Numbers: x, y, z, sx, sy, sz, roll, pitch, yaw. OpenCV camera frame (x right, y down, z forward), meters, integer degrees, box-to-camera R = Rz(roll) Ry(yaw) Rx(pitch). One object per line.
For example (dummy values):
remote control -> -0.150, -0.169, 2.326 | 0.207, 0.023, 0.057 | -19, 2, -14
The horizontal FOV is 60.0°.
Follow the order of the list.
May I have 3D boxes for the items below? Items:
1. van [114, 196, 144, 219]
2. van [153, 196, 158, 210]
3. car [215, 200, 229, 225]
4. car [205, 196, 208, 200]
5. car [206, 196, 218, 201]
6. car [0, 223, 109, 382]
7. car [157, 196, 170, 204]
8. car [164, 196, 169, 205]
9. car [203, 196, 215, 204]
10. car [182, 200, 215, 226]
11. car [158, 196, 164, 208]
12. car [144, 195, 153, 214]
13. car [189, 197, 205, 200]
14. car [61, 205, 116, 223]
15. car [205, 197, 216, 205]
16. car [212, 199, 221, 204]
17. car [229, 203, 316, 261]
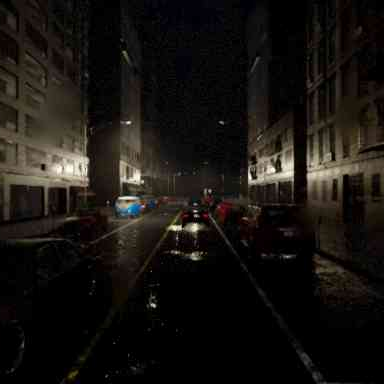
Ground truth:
van -> -5.567, 1.321, 29.032 | 1.690, 1.788, 3.998 | 1, 0, 0
van -> -5.495, 1.310, 40.250 | 1.690, 1.788, 3.998 | 1, 0, 0
car -> 2.919, 1.530, 23.367 | 1.887, 1.381, 4.507 | 1, 0, 0
car -> 3.063, 1.507, 45.804 | 1.887, 1.381, 4.507 | 1, 0, 0
car -> 3.027, 1.535, 40.195 | 1.947, 1.339, 4.313 | 1, 0, 0
car -> -3.021, 1.544, 5.687 | 2.033, 1.411, 5.357 | 0, 0, 1
car -> -5.354, 1.485, 62.687 | 1.887, 1.381, 4.507 | 1, 0, 0
car -> -5.390, 1.499, 57.078 | 2.008, 1.369, 4.403 | 1, 0, 0
car -> 3.171, 1.485, 62.632 | 1.887, 1.381, 4.507 | 1, 0, 0
car -> 0.245, 1.533, 23.140 | 2.033, 1.411, 5.357 | 0, 0, 0
car -> -5.462, 1.513, 45.860 | 2.008, 1.369, 4.403 | 1, 0, 0
car -> -5.533, 1.415, 34.642 | 1.967, 1.590, 4.097 | 1, 0, 0
car -> 0.388, 1.441, 45.354 | 1.882, 1.535, 5.008 | 0, 0, 0
car -> -5.642, 1.571, 17.813 | 1.802, 1.307, 4.206 | 1, 0, 0
car -> 3.134, 1.530, 57.023 | 1.802, 1.307, 4.206 | 1, 0, 0
car -> 2.955, 1.562, 28.977 | 1.802, 1.307, 4.206 | 1, 0, 0
car -> 2.850, 1.308, 12.149 | 2.192, 1.841, 5.009 | 1, 0, 0
